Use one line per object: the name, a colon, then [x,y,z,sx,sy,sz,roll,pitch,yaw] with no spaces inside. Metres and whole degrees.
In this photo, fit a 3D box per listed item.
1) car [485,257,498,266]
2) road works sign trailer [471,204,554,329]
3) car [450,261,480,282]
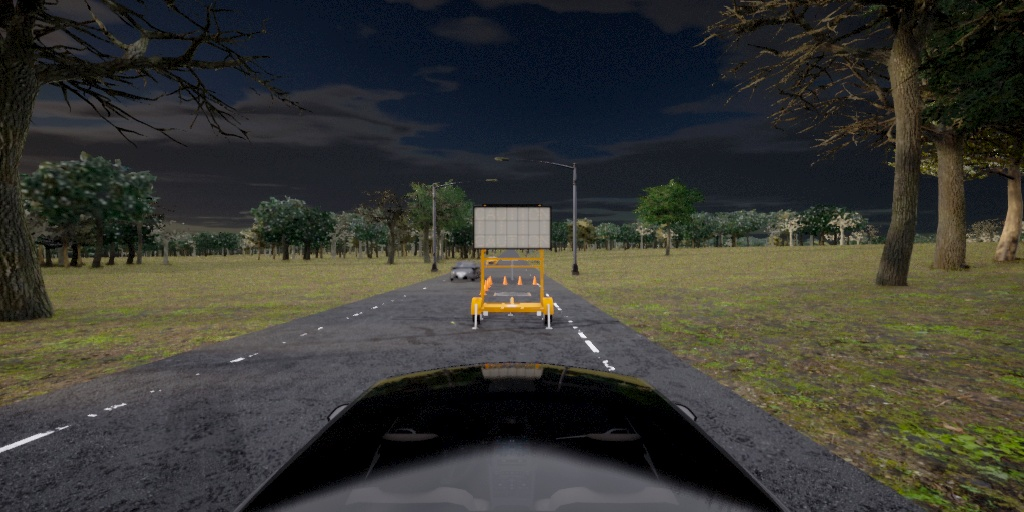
car: [-3.432,0.890,59.992,1.882,1.535,5.008,0,1,0]
road works sign trailer: [0.011,0.197,11.145,2.380,3.560,2.880,0,0,0]
car: [-3.570,1.149,27.622,2.128,1.511,4.902,0,0,0]
